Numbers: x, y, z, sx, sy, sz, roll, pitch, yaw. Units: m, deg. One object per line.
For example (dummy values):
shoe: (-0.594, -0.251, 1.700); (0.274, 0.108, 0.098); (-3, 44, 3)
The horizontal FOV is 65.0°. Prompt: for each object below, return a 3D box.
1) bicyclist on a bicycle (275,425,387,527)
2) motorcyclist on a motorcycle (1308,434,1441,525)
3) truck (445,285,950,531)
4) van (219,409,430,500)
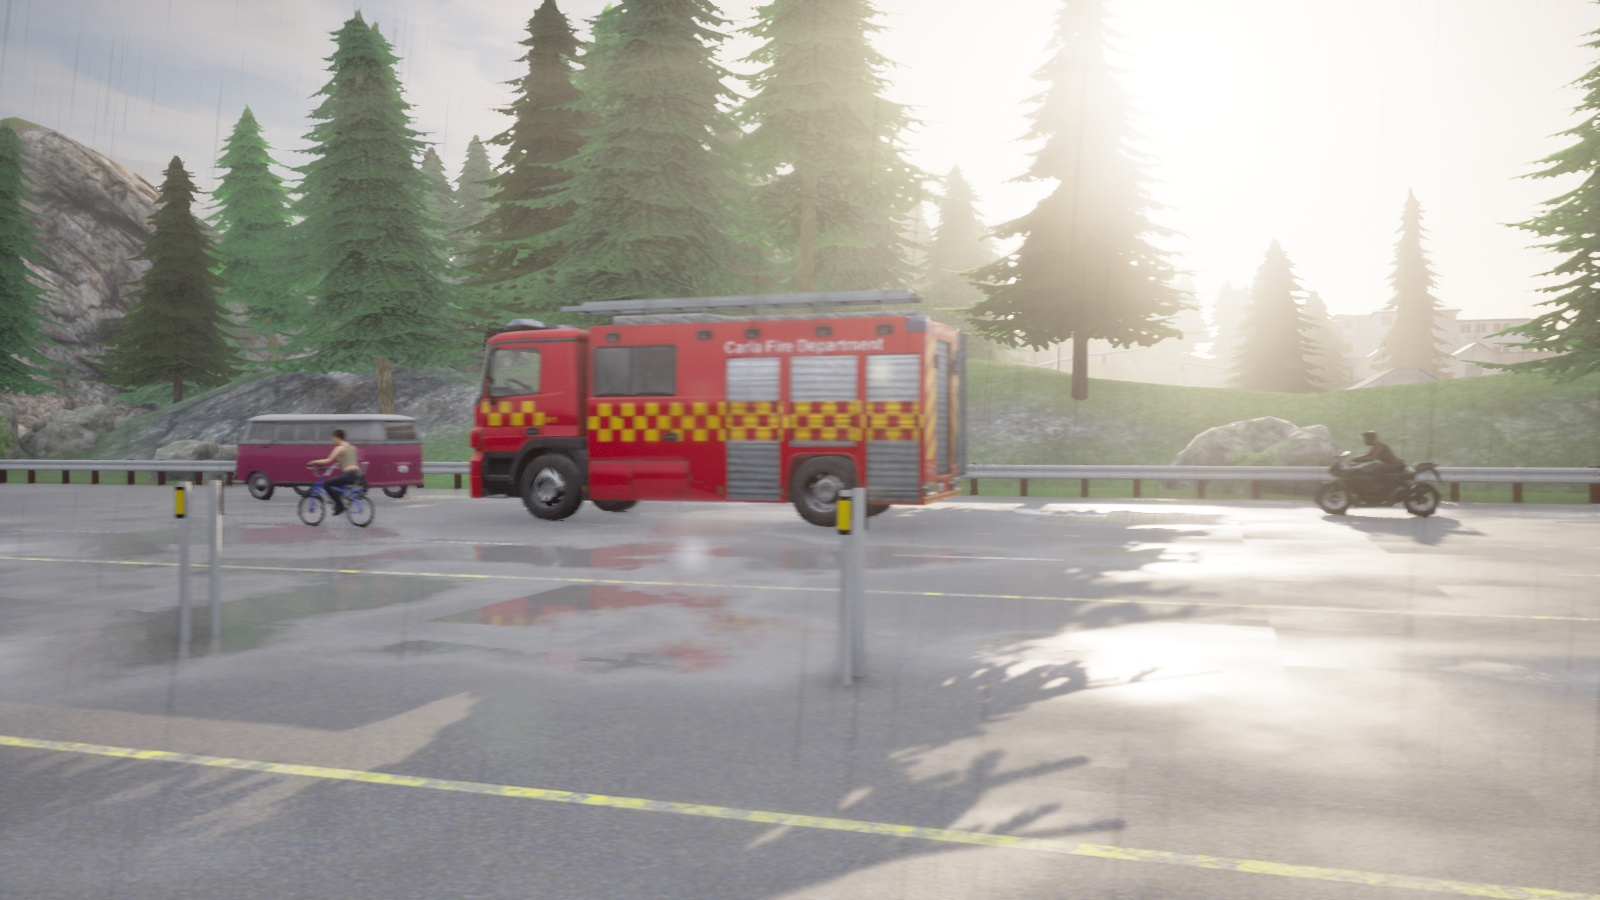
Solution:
bicyclist on a bicycle: (-7.671, 0.405, 20.550); (1.509, 1.612, 0.866); (0, 1, 18)
motorcyclist on a motorcycle: (10.017, 0.494, 21.979); (2.044, 1.523, 0.797); (1, 1, 19)
truck: (-1.816, -0.701, 22.252); (8.468, 3.827, 2.891); (1, 1, 19)
van: (-10.982, 0.073, 29.041); (4.442, 1.987, 1.775); (1, 1, 19)
